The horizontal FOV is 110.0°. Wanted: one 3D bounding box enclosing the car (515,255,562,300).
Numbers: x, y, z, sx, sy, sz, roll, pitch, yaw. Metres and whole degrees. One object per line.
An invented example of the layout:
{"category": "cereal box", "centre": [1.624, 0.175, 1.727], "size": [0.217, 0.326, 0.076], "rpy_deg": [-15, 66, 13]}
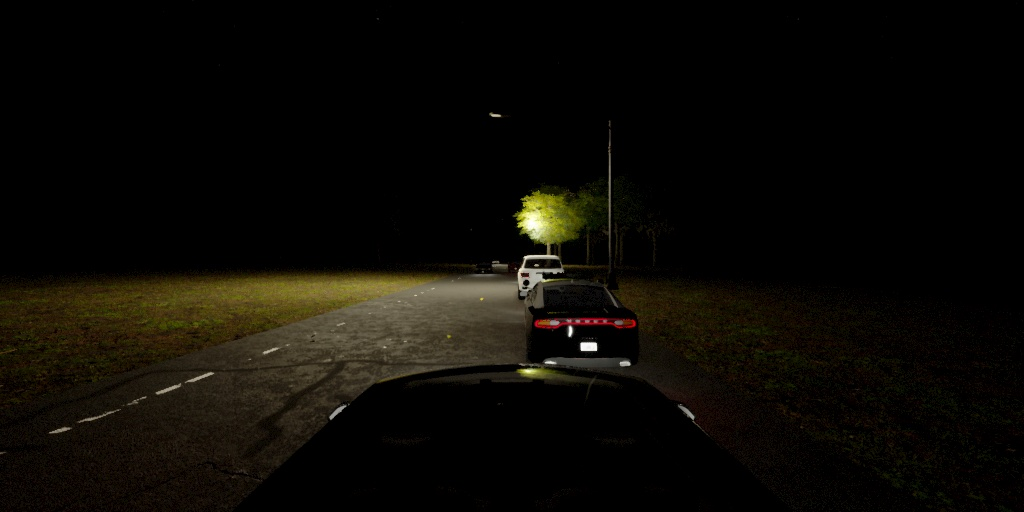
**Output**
{"category": "car", "centre": [1.382, 0.988, 17.970], "size": [2.150, 2.045, 5.566], "rpy_deg": [0, 0, 1]}

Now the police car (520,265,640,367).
{"category": "police car", "centre": [1.216, 1.175, 8.025], "size": [1.930, 1.638, 5.238], "rpy_deg": [0, 0, 1]}

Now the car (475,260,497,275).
{"category": "car", "centre": [-3.157, 1.354, 41.366], "size": [2.033, 1.411, 5.357], "rpy_deg": [0, 0, 0]}

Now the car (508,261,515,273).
{"category": "car", "centre": [0.461, 1.341, 45.552], "size": [1.812, 1.442, 4.674], "rpy_deg": [0, 0, 0]}

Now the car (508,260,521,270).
{"category": "car", "centre": [0.332, 1.402, 57.063], "size": [1.994, 1.385, 4.181], "rpy_deg": [0, -1, -1]}
